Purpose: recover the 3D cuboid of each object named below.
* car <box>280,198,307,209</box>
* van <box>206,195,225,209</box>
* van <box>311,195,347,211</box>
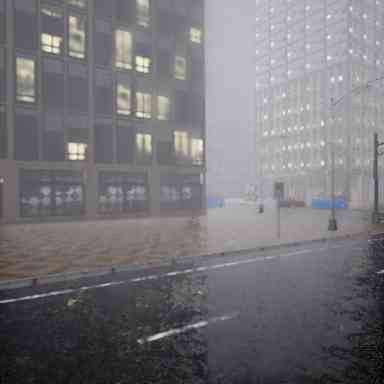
[{"bbox_3d":[12.684,1.409,43.242,1.887,1.381,4.507,0,0,-34],"label":"car"},{"bbox_3d":[2.621,1.239,43.117,1.690,1.788,3.998,0,0,-34],"label":"van"},{"bbox_3d":[15.862,1.231,38.705,1.690,1.788,3.998,0,0,-34],"label":"van"}]
